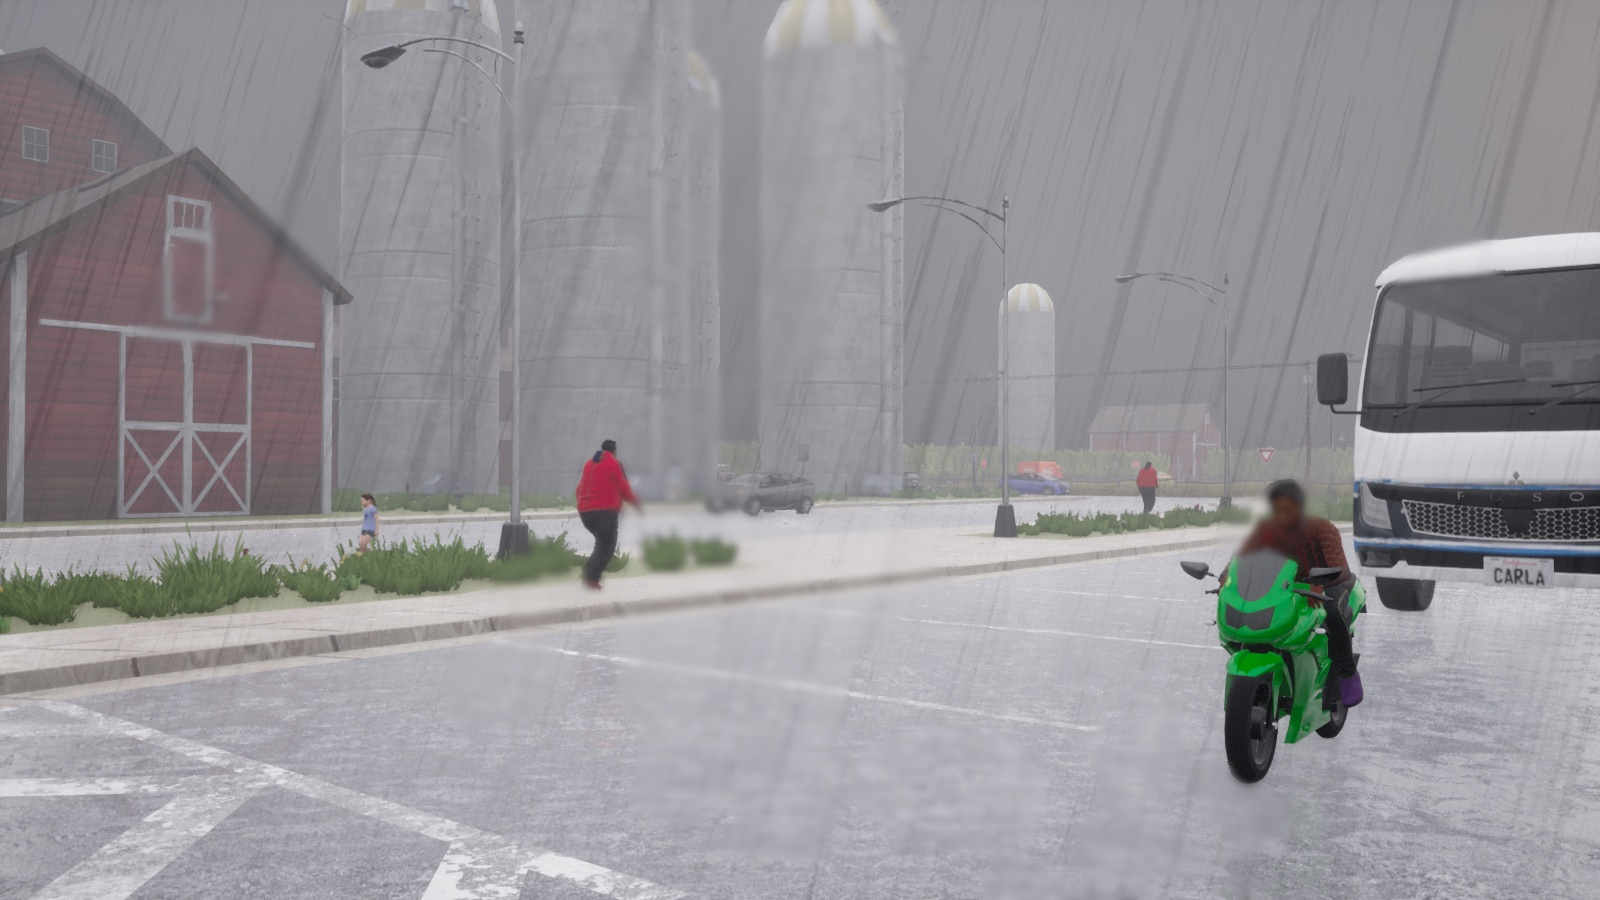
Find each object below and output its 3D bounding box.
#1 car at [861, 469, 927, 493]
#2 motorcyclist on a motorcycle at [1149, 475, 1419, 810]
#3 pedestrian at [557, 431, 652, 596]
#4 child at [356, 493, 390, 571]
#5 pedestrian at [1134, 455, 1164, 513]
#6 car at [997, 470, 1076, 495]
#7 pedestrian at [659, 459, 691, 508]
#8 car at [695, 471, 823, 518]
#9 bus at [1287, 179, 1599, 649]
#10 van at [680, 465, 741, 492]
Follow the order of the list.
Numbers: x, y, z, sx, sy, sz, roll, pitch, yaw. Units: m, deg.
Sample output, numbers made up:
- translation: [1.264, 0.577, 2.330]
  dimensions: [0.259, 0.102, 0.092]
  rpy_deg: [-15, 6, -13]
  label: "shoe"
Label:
- translation: [6.743, 2.235, 90.556]
  dimensions: [2.033, 1.649, 4.856]
  rpy_deg: [-1, 0, -38]
  label: "car"
- translation: [2.679, 0.900, 6.796]
  dimensions: [0.797, 1.523, 2.044]
  rpy_deg: [-1, -1, 38]
  label: "motorcyclist on a motorcycle"
- translation: [-2.271, 0.723, 14.644]
  dimensions: [0.634, 1.844, 0.899]
  rpy_deg: [-1, -1, 38]
  label: "pedestrian"
- translation: [-6.199, 1.181, 18.238]
  dimensions: [0.255, 1.110, 0.394]
  rpy_deg: [-1, -1, 45]
  label: "child"
- translation: [11.278, 1.105, 40.577]
  dimensions: [0.634, 1.844, 0.899]
  rpy_deg: [-1, -1, 37]
  label: "pedestrian"
- translation: [14.839, 2.024, 78.903]
  dimensions: [4.514, 1.525, 2.007]
  rpy_deg: [-1, -1, 39]
  label: "car"
- translation: [-4.784, 1.292, 48.140]
  dimensions: [0.874, 1.855, 0.900]
  rpy_deg: [-1, -1, 28]
  label: "pedestrian"
- translation: [-1.368, 1.499, 43.677]
  dimensions: [2.007, 1.525, 4.514]
  rpy_deg: [-1, -1, 38]
  label: "car"
- translation: [9.788, -0.335, 15.898]
  dimensions: [3.944, 4.253, 10.273]
  rpy_deg: [-1, 0, 38]
  label: "bus"
- translation: [-6.885, 2.180, 96.351]
  dimensions: [4.480, 2.038, 2.069]
  rpy_deg: [-1, -1, 39]
  label: "van"
